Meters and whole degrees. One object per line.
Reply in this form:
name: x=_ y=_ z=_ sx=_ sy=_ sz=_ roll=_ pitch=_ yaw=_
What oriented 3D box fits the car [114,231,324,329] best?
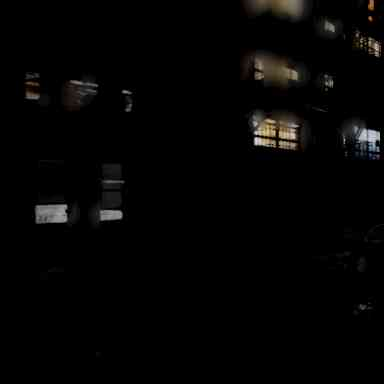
car: x=0.567 y=1.570 z=6.965 sx=4.313 sy=1.339 sz=1.947 roll=0 pitch=0 yaw=-36

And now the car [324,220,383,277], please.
car: x=5.074 y=1.561 z=10.183 sx=4.403 sy=1.369 sz=2.008 roll=0 pitch=0 yaw=-36
